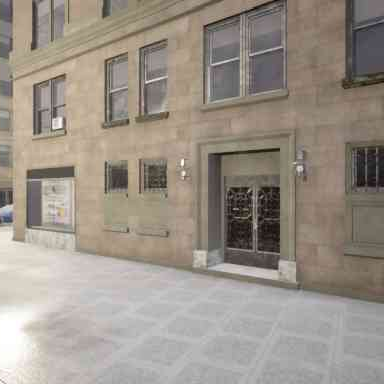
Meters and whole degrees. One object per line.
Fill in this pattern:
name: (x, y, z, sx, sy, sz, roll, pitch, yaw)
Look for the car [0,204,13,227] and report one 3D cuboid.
car: (-11.884, 1.512, 23.025, 2.033, 1.411, 5.357, 0, 0, 39)
